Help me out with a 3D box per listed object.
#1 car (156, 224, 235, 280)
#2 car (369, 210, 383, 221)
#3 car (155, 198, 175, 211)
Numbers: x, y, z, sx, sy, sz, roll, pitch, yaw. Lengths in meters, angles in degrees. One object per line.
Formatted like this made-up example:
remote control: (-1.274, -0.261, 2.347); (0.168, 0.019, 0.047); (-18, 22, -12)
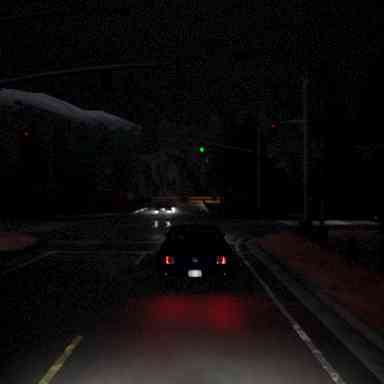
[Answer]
car: (0.086, 1.618, 9.997); (1.895, 1.301, 4.718); (0, 0, 0)
car: (16.223, 1.659, 25.402); (4.718, 1.301, 1.895); (0, 0, -1)
car: (-3.574, 1.600, 43.011); (1.812, 1.442, 4.674); (0, 0, 0)
